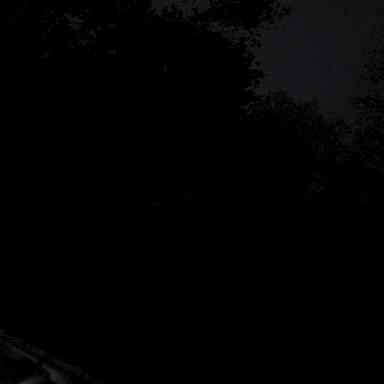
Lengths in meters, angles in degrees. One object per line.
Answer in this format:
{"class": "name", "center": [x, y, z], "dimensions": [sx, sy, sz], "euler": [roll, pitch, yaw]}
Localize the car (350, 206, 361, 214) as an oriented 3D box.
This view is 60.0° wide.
{"class": "car", "center": [18.455, 2.293, 37.638], "dimensions": [2.002, 1.452, 4.674], "euler": [1, 0, 35]}
